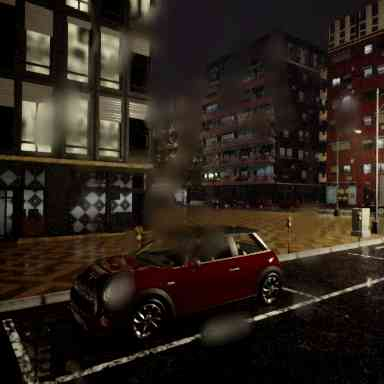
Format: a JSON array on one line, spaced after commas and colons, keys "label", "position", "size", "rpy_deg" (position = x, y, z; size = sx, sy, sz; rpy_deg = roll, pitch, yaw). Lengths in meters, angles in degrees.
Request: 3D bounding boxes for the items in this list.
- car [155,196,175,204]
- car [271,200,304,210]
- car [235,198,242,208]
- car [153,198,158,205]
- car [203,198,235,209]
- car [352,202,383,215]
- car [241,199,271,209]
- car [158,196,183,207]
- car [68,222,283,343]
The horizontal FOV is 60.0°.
[{"label": "car", "position": [-6.139, 1.724, 73.818], "size": [2.192, 1.841, 5.009], "rpy_deg": [1, -1, -35]}, {"label": "car", "position": [13.450, 1.806, 45.997], "size": [1.802, 1.307, 4.206], "rpy_deg": [1, -1, -35]}, {"label": "car", "position": [6.921, 1.726, 55.271], "size": [1.967, 1.590, 4.097], "rpy_deg": [1, -1, -35]}, {"label": "car", "position": [-6.465, 1.764, 59.723], "size": [1.887, 1.381, 4.507], "rpy_deg": [1, -1, -35]}, {"label": "car", "position": [3.331, 1.678, 45.814], "size": [2.008, 1.369, 4.403], "rpy_deg": [1, -1, -35]}, {"label": "car", "position": [19.981, 1.730, 36.726], "size": [1.947, 1.339, 4.313], "rpy_deg": [1, -1, -35]}, {"label": "car", "position": [10.186, 1.800, 50.635], "size": [1.887, 1.381, 4.507], "rpy_deg": [1, -1, -35]}, {"label": "car", "position": [-3.199, 1.733, 55.086], "size": [1.887, 1.381, 4.507], "rpy_deg": [1, -1, -35]}, {"label": "car", "position": [-0.185, 1.441, 6.405], "size": [4.097, 1.590, 1.967], "rpy_deg": [0, 1, -35]}]
